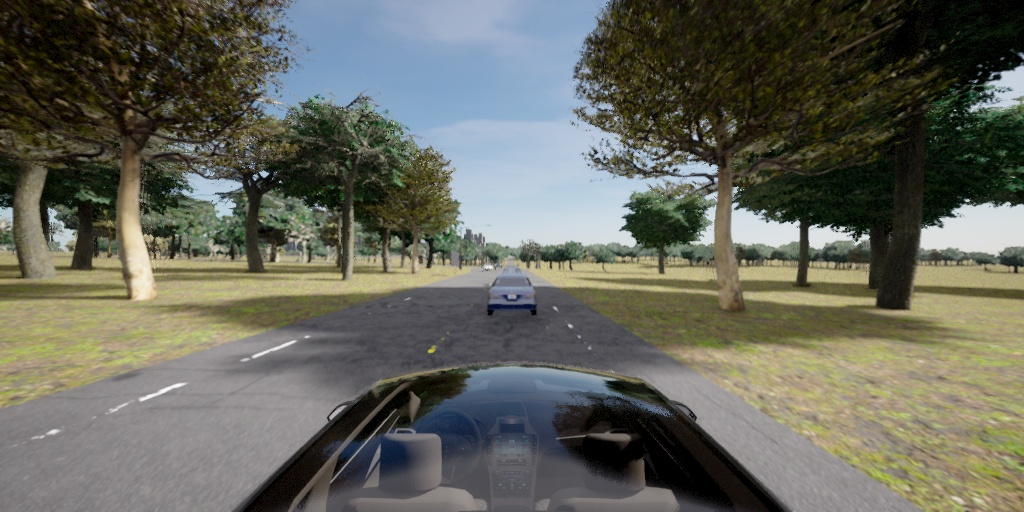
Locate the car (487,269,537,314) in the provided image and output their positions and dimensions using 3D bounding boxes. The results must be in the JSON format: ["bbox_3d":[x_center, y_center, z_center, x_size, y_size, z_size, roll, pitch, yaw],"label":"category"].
[{"bbox_3d":[0.009,1.425,14.372,2.033,1.411,5.357,0,-1,0],"label":"car"}]

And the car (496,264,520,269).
[{"bbox_3d":[0.010,1.603,29.397,2.033,1.411,5.357,0,-1,0],"label":"car"}]
